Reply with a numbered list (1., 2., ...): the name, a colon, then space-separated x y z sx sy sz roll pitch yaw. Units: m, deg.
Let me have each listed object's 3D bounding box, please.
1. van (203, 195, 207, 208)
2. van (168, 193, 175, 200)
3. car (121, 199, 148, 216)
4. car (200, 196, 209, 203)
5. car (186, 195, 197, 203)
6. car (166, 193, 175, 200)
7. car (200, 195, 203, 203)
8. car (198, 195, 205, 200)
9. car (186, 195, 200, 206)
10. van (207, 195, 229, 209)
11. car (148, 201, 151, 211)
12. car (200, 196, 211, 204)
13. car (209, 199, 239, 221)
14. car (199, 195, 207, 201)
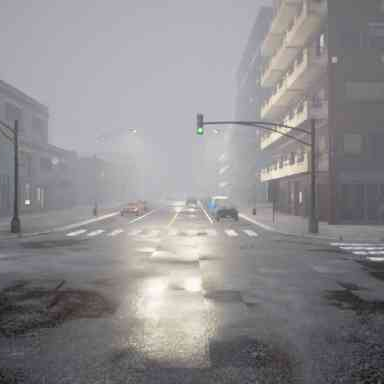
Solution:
1. van: 2.667 1.327 43.275 1.690 1.788 3.998 1 0 0
2. van: -5.756 1.261 93.452 1.690 1.788 3.998 1 0 0
3. car: -5.707 1.574 32.069 1.802 1.307 4.206 1 0 0
4. car: 2.640 1.522 71.178 1.947 1.339 4.313 1 0 0
5. car: -0.059 1.454 66.438 2.128 1.511 4.902 0 0 0
6. car: -5.755 1.495 87.872 1.947 1.339 4.313 1 0 0
7. car: 2.655 1.501 54.605 1.752 1.417 4.829 1 0 0
8. car: 2.621 1.470 93.502 2.008 1.369 4.403 1 0 0
9. car: -0.049 1.466 56.015 2.128 1.511 4.902 0 0 0
10. van: 2.677 1.333 32.112 1.690 1.788 3.998 1 0 0
11. car: -5.711 1.534 37.650 1.887 1.381 4.507 1 0 0
12. car: 2.645 1.529 65.597 1.947 1.339 4.313 1 0 0
13. car: 2.679 1.546 26.533 2.008 1.369 4.403 1 0 0
14. car: 2.631 1.483 82.340 1.887 1.381 4.507 1 0 0
